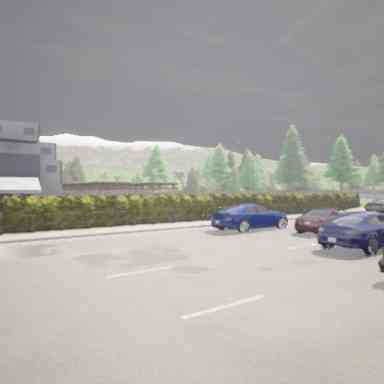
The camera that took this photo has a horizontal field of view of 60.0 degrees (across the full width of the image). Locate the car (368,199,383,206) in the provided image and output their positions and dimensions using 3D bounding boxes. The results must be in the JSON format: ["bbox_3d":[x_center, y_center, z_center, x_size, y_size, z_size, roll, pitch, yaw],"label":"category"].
[{"bbox_3d":[16.999,1.365,29.285,4.902,1.511,2.128,0,0,-40],"label":"car"}]

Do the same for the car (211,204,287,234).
[{"bbox_3d":[3.362,1.421,19.058,5.008,1.535,1.882,-1,0,-35],"label":"car"}]

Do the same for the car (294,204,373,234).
[{"bbox_3d":[7.351,1.498,17.596,4.181,1.385,1.994,0,0,-35],"label":"car"}]

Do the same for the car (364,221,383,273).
[{"bbox_3d":[6.995,1.504,8.757,5.357,1.411,2.033,0,0,-35],"label":"car"}]

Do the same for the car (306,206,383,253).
[{"bbox_3d":[6.728,1.473,12.863,4.674,1.442,1.812,-1,0,-35],"label":"car"}]
